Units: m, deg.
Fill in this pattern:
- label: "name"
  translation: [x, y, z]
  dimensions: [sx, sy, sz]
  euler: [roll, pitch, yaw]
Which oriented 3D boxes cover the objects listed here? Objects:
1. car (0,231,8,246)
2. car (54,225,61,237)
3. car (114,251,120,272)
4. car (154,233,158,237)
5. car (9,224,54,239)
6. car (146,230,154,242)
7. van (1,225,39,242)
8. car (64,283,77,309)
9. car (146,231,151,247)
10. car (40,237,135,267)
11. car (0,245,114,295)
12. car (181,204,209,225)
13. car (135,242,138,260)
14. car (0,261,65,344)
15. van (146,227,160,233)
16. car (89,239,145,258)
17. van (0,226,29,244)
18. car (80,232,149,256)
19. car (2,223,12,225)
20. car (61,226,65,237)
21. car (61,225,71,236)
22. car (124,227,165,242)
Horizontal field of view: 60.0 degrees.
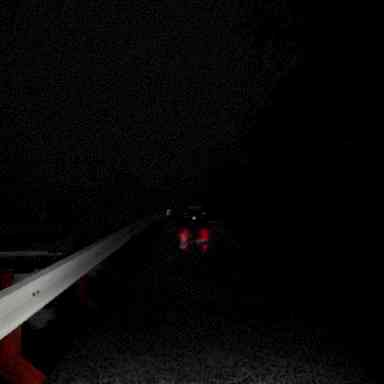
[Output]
- label: "car"
  translation: [-23.873, 5.597, 37.252]
  dimensions: [4.892, 1.521, 2.231]
  euler: [1, -4, -20]
- label: "car"
  translation: [-23.911, 6.387, 52.036]
  dimensions: [5.566, 2.045, 2.435]
  euler: [1, -5, -20]
- label: "car"
  translation: [-6.868, 4.287, 18.742]
  dimensions: [4.892, 1.521, 2.231]
  euler: [2, -5, -20]
- label: "car"
  translation: [-6.930, 5.780, 39.835]
  dimensions: [4.892, 1.521, 2.231]
  euler: [2, -4, -20]
- label: "car"
  translation: [-23.901, 6.179, 49.084]
  dimensions: [5.566, 2.045, 2.435]
  euler: [1, -5, -20]
- label: "car"
  translation: [-6.962, 5.440, 36.831]
  dimensions: [4.553, 1.767, 2.185]
  euler: [2, -5, -20]
- label: "van"
  translation: [-24.020, 5.994, 46.072]
  dimensions: [4.442, 1.987, 1.878]
  euler: [1, -4, -20]
- label: "car"
  translation: [-6.859, 3.887, 12.691]
  dimensions: [4.792, 1.488, 2.163]
  euler: [2, -4, -20]
- label: "car"
  translation: [-6.942, 5.226, 33.809]
  dimensions: [4.553, 1.767, 2.185]
  euler: [2, -5, -20]
- label: "car"
  translation: [-6.896, 4.247, 21.760]
  dimensions: [5.566, 2.045, 2.435]
  euler: [2, -4, -20]
- label: "car"
  translation: [-6.810, 3.822, 15.747]
  dimensions: [5.566, 2.045, 2.435]
  euler: [2, -5, -20]
- label: "car"
  translation: [0.275, 1.571, 24.239]
  dimensions: [1.812, 1.442, 4.674]
  euler: [0, -1, 3]
- label: "car"
  translation: [-7.052, 4.702, 24.697]
  dimensions: [5.366, 1.575, 1.946]
  euler: [2, -4, -20]
- label: "car"
  translation: [-6.841, 3.393, 9.695]
  dimensions: [5.566, 2.045, 2.435]
  euler: [2, -4, -20]
- label: "van"
  translation: [-6.839, 5.771, 42.911]
  dimensions: [4.442, 1.987, 1.878]
  euler: [2, -5, -20]
- label: "car"
  translation: [-6.933, 5.168, 30.782]
  dimensions: [4.792, 1.488, 2.163]
  euler: [2, -4, -20]
- label: "van"
  translation: [-24.009, 5.785, 43.120]
  dimensions: [4.442, 1.987, 1.878]
  euler: [1, -4, -20]
- label: "car"
  translation: [-6.860, 4.676, 27.808]
  dimensions: [5.566, 2.045, 2.435]
  euler: [2, -5, -20]
- label: "car"
  translation: [-39.689, 7.738, 71.179]
  dimensions: [2.435, 2.045, 5.566]
  euler: [1, -4, -19]
- label: "car"
  translation: [-23.927, 6.875, 54.976]
  dimensions: [4.792, 1.488, 2.163]
  euler: [1, -5, -20]
- label: "car"
  translation: [-23.979, 6.801, 57.905]
  dimensions: [5.566, 2.045, 2.435]
  euler: [1, -4, -20]
- label: "car"
  translation: [-6.991, 6.165, 48.879]
  dimensions: [5.566, 2.045, 2.435]
  euler: [2, -4, -20]
